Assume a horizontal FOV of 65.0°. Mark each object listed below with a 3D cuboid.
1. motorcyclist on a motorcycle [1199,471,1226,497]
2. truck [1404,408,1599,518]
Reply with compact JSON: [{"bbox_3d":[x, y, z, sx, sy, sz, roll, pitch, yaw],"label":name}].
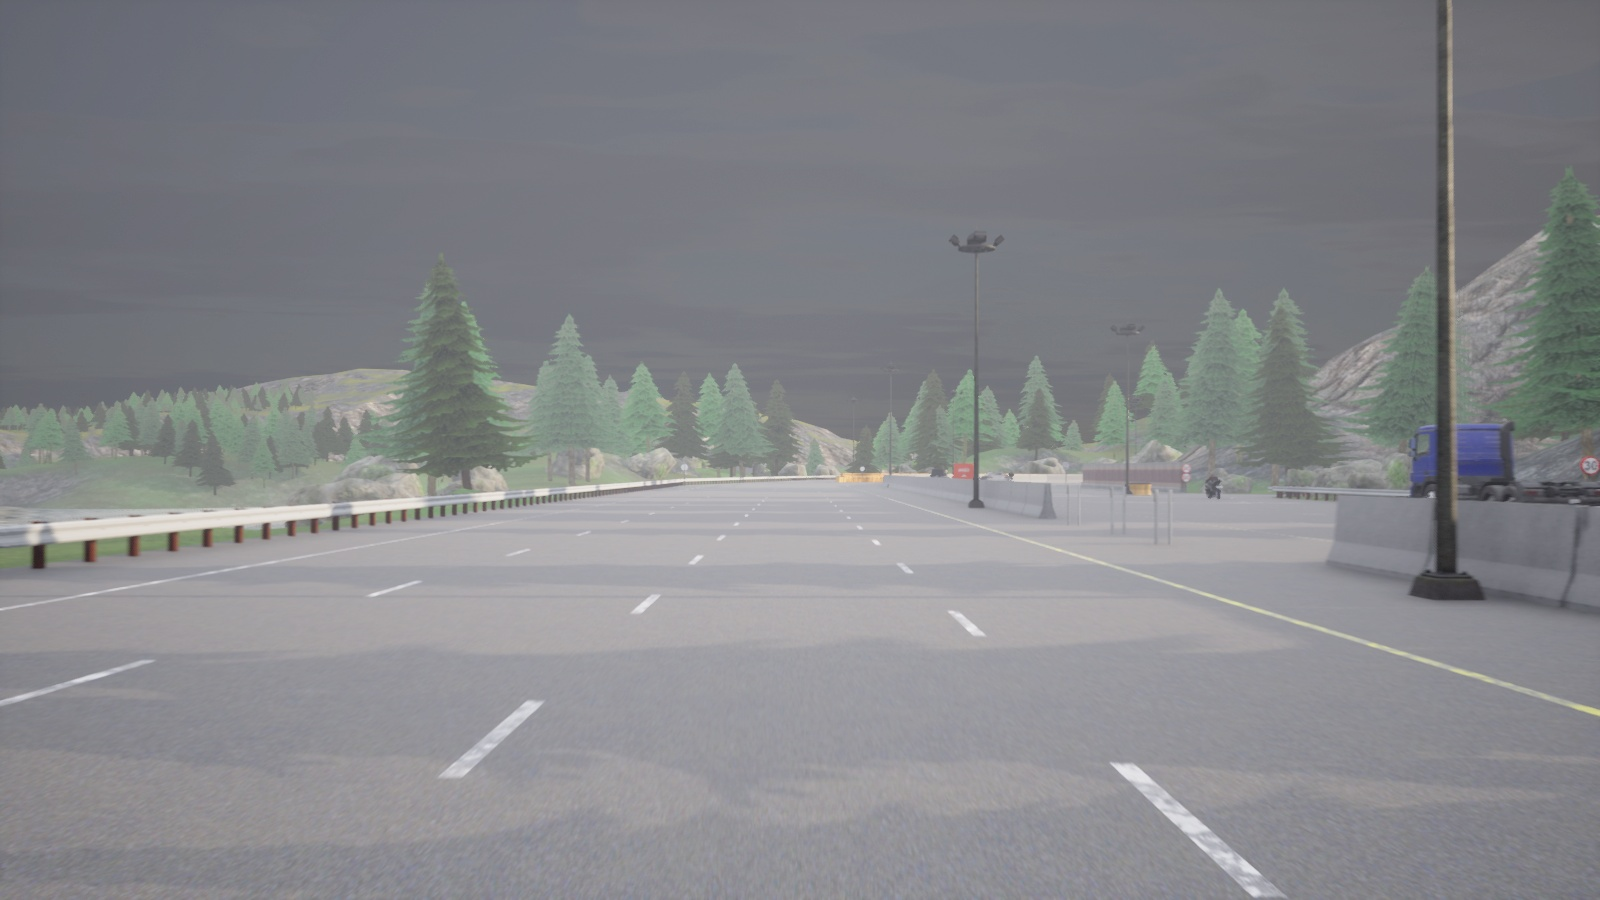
[{"bbox_3d":[24.319,1.987,74.005,0.866,1.530,2.191,0,-1,0],"label":"motorcyclist on a motorcycle"},{"bbox_3d":[24.394,0.464,43.674,2.891,3.462,7.936,0,-1,0],"label":"truck"}]
